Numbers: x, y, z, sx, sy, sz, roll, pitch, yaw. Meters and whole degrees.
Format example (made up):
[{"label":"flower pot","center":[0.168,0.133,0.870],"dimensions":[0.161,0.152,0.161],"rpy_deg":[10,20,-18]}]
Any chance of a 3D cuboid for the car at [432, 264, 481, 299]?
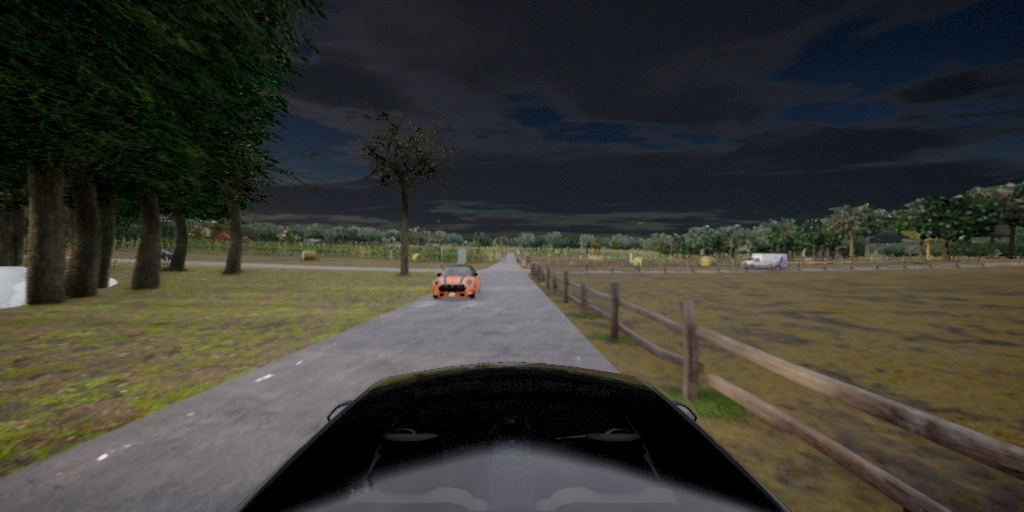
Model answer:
[{"label":"car","center":[-2.844,1.272,19.259],"dimensions":[2.097,1.767,4.553],"rpy_deg":[0,0,0]}]
